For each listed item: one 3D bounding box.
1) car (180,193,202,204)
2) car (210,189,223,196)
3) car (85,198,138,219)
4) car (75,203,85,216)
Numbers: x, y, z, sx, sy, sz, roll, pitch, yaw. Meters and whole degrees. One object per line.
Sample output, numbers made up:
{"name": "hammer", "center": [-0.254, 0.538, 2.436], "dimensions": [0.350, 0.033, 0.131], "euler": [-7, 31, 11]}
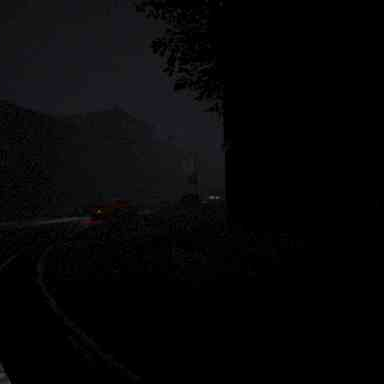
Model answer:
{"name": "car", "center": [-0.104, 0.863, 44.282], "dimensions": [1.994, 1.385, 4.181], "euler": [-3, 1, 20]}
{"name": "car", "center": [5.181, 0.111, 69.765], "dimensions": [1.994, 1.385, 4.181], "euler": [-3, 1, 20]}
{"name": "car", "center": [-6.164, 1.250, 27.137], "dimensions": [1.882, 1.535, 5.008], "euler": [-3, 0, 18]}
{"name": "car", "center": [-8.799, 1.365, 30.918], "dimensions": [2.128, 1.511, 4.902], "euler": [-3, 0, 19]}
